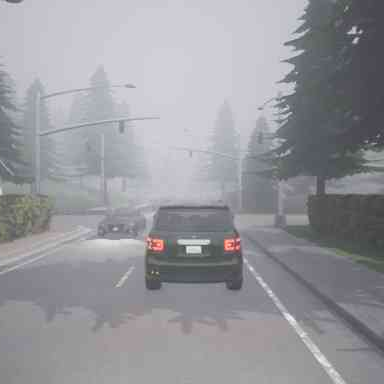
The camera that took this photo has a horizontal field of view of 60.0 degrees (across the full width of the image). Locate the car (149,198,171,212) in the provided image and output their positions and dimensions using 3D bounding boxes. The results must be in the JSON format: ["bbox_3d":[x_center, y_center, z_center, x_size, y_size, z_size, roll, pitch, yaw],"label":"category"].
[{"bbox_3d":[-3.642,1.492,39.143,2.128,1.511,4.902,0,0,0],"label":"car"}]

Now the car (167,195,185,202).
[{"bbox_3d":[-3.625,1.524,74.147,1.812,1.442,4.674,0,0,-35],"label":"car"}]

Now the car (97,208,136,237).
[{"bbox_3d":[-3.621,1.564,17.799,1.994,1.385,4.181,0,0,0],"label":"car"}]

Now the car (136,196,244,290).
[{"bbox_3d":[0.052,1.221,9.197,2.150,2.045,5.566,0,0,0],"label":"car"}]

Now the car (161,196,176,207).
[{"bbox_3d":[-3.685,1.492,53.209,2.128,1.511,4.902,0,0,0],"label":"car"}]

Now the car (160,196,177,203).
[{"bbox_3d":[-4.918,1.601,69.255,1.895,1.301,4.718,0,0,-24],"label":"car"}]
